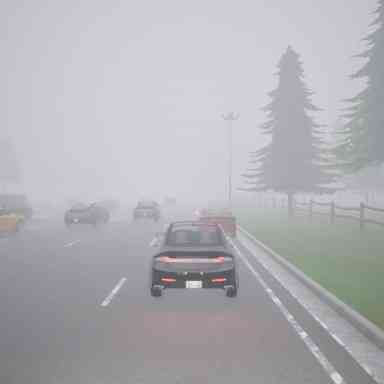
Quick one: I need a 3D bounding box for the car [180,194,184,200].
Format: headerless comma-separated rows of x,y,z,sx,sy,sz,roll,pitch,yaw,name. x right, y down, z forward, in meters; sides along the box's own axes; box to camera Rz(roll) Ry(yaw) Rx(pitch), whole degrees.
-3.514,1.525,92.557,2.128,1.511,4.902,0,0,0,car

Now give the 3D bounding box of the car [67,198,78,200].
-18.440,1.564,51.831,1.994,1.385,4.181,0,0,-20,car

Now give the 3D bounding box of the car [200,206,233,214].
1.222,1.478,17.900,1.882,1.535,5.008,0,0,0,car

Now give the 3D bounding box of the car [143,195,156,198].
-6.908,1.547,48.742,2.033,1.411,5.357,0,0,0,car

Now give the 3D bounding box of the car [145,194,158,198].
-10.513,1.525,83.133,2.128,1.511,4.902,0,0,0,car

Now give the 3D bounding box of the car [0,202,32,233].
-10.402,1.477,16.807,1.882,1.535,5.008,0,0,0,car

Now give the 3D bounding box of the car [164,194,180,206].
-3.406,1.506,53.741,1.837,1.490,4.892,0,0,0,car

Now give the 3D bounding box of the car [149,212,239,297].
0.051,1.491,8.558,2.128,1.511,4.902,0,0,0,car

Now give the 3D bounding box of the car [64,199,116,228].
-6.902,1.491,22.286,2.128,1.511,4.902,0,0,0,car

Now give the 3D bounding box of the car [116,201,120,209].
-10.404,1.547,41.533,2.033,1.411,5.357,0,0,0,car

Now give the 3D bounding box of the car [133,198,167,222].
-3.404,1.491,26.323,2.128,1.511,4.902,0,0,0,car
